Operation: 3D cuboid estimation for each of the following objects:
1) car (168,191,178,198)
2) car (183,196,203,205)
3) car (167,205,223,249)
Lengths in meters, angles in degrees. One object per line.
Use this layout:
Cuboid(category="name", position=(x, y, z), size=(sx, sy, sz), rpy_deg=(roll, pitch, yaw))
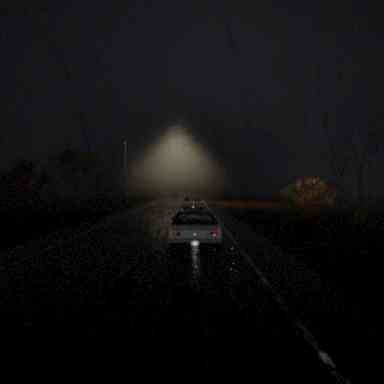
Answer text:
Cuboid(category="car", position=(-4.007, 0.500, 71.134), size=(1.994, 1.385, 4.181), rpy_deg=(0, 1, -2))
Cuboid(category="car", position=(0.111, 1.102, 33.575), size=(1.895, 1.301, 4.718), rpy_deg=(0, 1, 0))
Cuboid(category="car", position=(0.104, 1.397, 13.361), size=(1.895, 1.301, 4.718), rpy_deg=(0, 1, 0))
